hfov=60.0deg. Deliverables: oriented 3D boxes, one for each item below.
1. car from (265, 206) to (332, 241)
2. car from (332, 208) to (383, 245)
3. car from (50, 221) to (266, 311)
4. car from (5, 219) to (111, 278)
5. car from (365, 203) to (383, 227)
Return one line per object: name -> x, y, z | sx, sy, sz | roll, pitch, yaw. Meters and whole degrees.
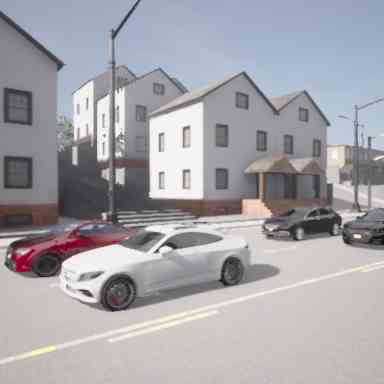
car -> 5.559, 1.467, 16.540 | 4.892, 1.490, 1.837 | 0, 0, -35
car -> 8.426, 1.438, 14.289 | 5.008, 1.535, 1.882 | 0, 0, -35
car -> -0.601, 1.515, 7.846 | 4.674, 1.442, 1.812 | 0, 0, -35
car -> -3.322, 1.555, 10.205 | 4.181, 1.385, 1.994 | 0, 0, -35
car -> 14.183, 1.482, 22.641 | 5.357, 1.411, 2.033 | 0, 0, -35
